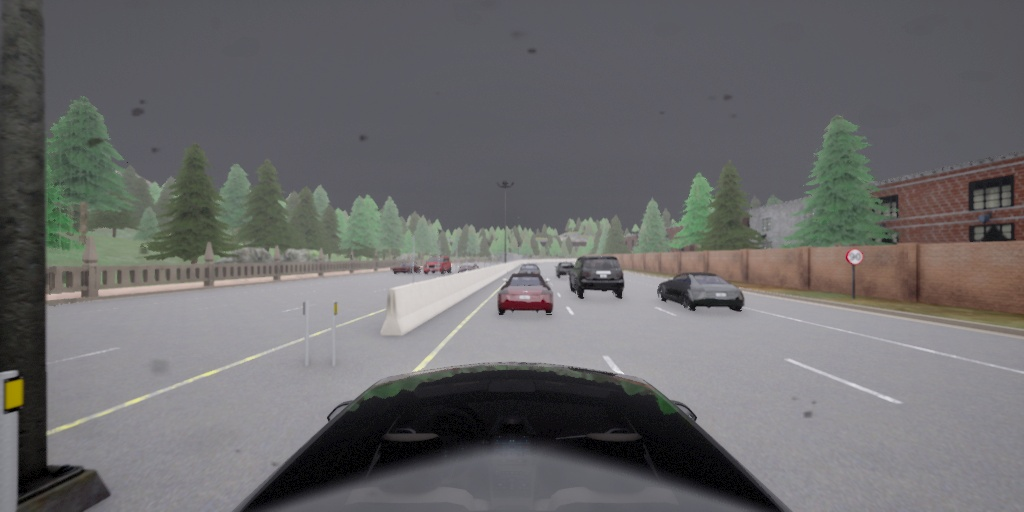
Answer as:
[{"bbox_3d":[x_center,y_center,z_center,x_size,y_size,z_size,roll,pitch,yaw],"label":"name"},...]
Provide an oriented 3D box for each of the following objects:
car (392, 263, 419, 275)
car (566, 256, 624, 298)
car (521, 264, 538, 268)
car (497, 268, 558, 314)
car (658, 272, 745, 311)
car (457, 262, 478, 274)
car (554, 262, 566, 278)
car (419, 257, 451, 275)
[{"bbox_3d":[-12.089,1.479,41.199,1.895,1.301,4.718,0,0,3],"label":"car"},{"bbox_3d":[4.341,1.032,19.047,2.150,2.045,5.566,0,-1,3],"label":"car"},{"bbox_3d":[1.516,1.399,30.928,2.033,1.411,5.357,0,0,4],"label":"car"},{"bbox_3d":[0.547,1.357,13.994,1.994,1.385,4.181,0,0,3],"label":"car"},{"bbox_3d":[7.604,1.365,14.847,1.994,1.385,4.181,0,0,3],"label":"car"},{"bbox_3d":[-5.055,1.409,41.552,1.812,1.442,4.674,0,0,3],"label":"car"},{"bbox_3d":[5.302,1.375,35.573,1.837,1.490,4.892,0,0,3],"label":"car"},{"bbox_3d":[-8.566,1.100,41.504,2.150,2.045,5.566,0,0,3],"label":"car"}]
